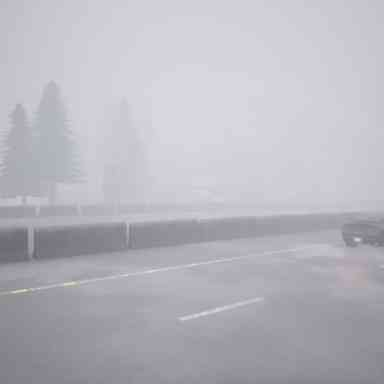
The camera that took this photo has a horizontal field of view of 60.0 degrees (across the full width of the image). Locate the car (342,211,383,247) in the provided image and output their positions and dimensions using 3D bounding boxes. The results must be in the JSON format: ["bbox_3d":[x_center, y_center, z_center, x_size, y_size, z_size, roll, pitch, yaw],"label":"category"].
[{"bbox_3d":[8.289,1.597,14.080,4.892,1.490,1.837,1,0,-35],"label":"car"}]
